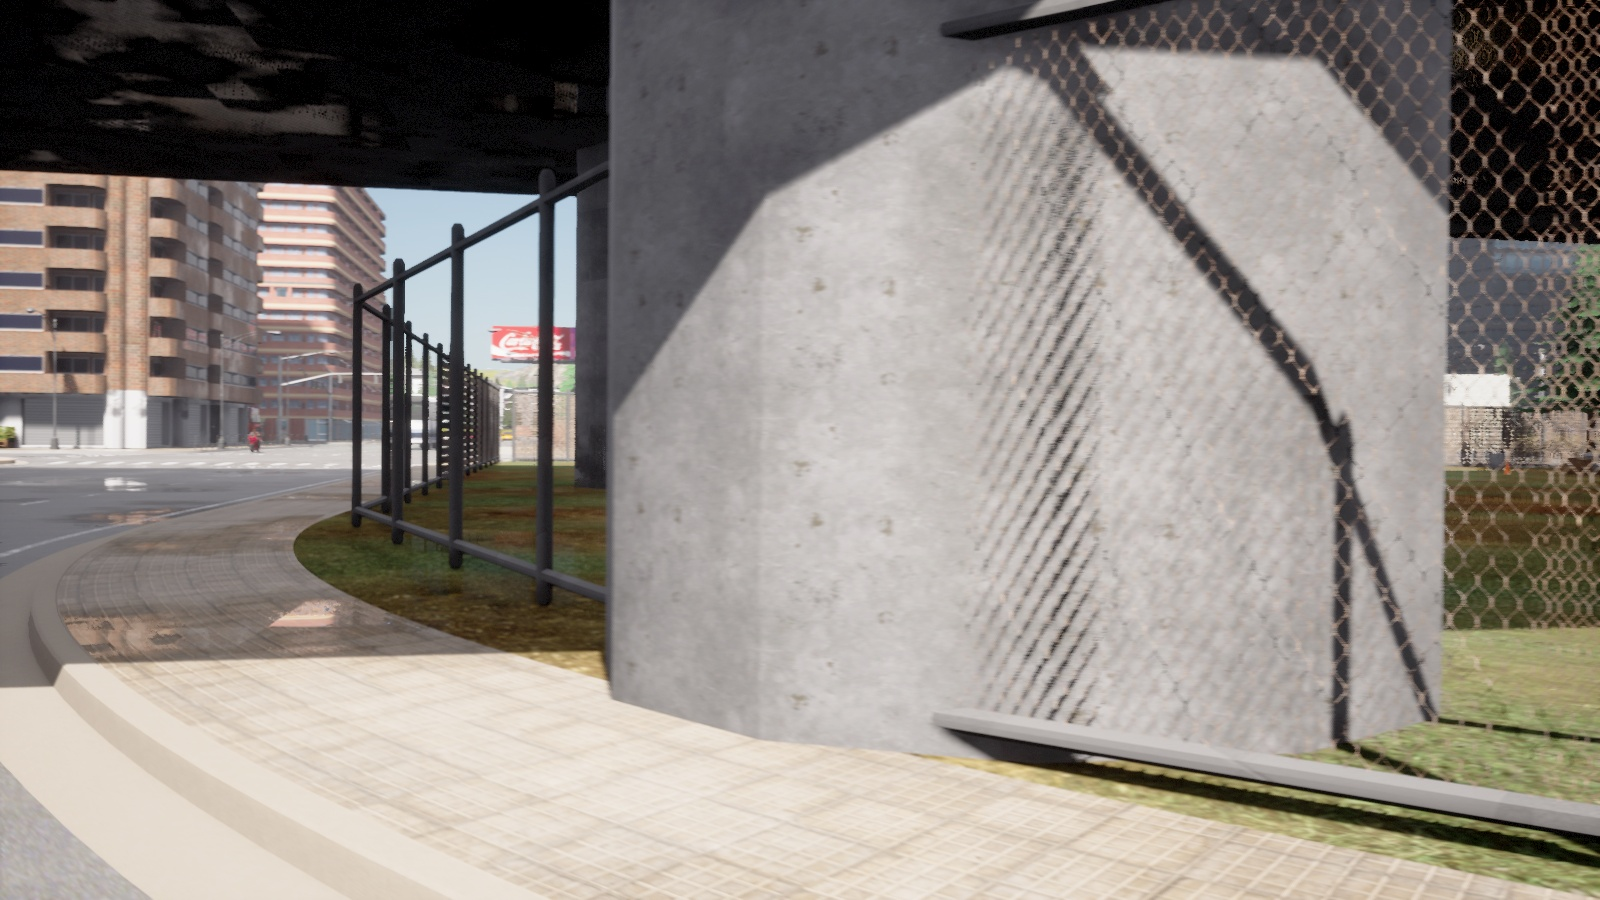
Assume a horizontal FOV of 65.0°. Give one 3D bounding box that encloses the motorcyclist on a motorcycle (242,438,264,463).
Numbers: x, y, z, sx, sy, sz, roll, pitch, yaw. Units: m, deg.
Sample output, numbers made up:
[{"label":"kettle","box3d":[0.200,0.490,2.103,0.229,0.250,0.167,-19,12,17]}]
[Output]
[{"label":"motorcyclist on a motorcycle","box3d":[-33.708,0.033,77.389,0.797,1.523,2.044,-1,1,-11]}]
